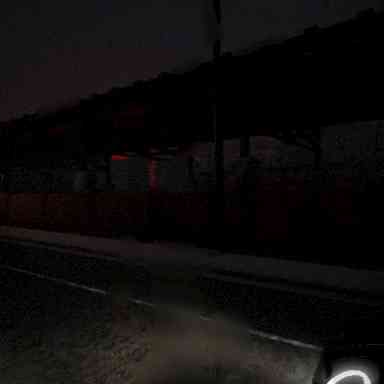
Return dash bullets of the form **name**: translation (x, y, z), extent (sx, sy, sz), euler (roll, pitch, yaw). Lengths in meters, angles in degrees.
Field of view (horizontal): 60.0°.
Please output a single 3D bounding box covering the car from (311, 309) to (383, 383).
- **car**: translation (3.023, 1.350, 1.835), extent (4.553, 1.767, 2.097), euler (0, 0, 36)
